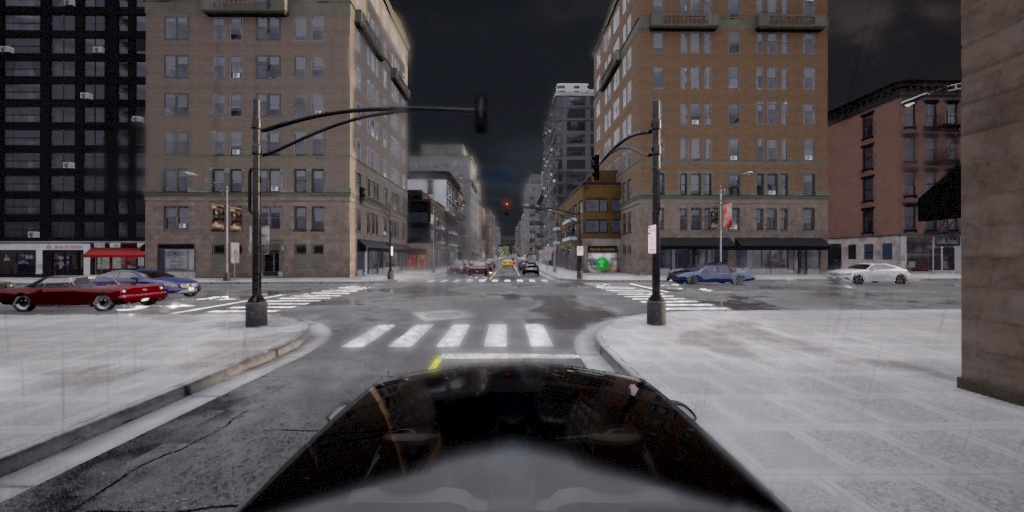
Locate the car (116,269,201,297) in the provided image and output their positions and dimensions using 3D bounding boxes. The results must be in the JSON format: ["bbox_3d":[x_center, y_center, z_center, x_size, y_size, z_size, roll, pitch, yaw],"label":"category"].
[{"bbox_3d":[-17.737,1.337,17.247,4.674,1.442,1.812,0,0,1],"label":"car"}]

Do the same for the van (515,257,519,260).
[{"bbox_3d":[1.869,1.173,61.763,1.690,1.789,3.998,0,0,0],"label":"van"}]

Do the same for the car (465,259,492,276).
[{"bbox_3d":[-3.451,1.265,37.858,1.882,1.535,5.008,0,0,0],"label":"car"}]

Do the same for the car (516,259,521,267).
[{"bbox_3d":[1.947,1.391,50.743,1.802,1.307,4.207,0,0,0],"label":"car"}]

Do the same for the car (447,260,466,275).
[{"bbox_3d":[-6.001,1.229,39.664,1.967,1.591,4.097,0,0,0],"label":"car"}]

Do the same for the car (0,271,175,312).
[{"bbox_3d":[-16.565,1.401,14.018,4.718,1.301,1.895,0,0,-1],"label":"car"}]

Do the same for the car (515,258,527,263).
[{"bbox_3d":[1.908,1.386,56.253,1.948,1.339,4.313,0,0,0],"label":"car"}]

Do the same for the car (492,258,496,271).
[{"bbox_3d":[-3.519,1.309,48.117,1.837,1.490,4.892,0,0,0],"label":"car"}]

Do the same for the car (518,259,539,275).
[{"bbox_3d":[2.024,1.355,39.720,1.948,1.339,4.313,0,0,0],"label":"car"}]

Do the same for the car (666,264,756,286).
[{"bbox_3d":[13.427,1.247,24.336,5.357,1.411,2.033,0,0,-1],"label":"car"}]

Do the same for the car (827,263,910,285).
[{"bbox_3d":[24.283,1.179,24.463,4.674,1.442,1.812,0,0,-1],"label":"car"}]

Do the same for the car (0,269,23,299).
[{"bbox_3d":[-27.462,1.397,17.133,5.357,1.411,2.033,0,0,-1],"label":"car"}]

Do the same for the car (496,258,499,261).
[{"bbox_3d":[-3.585,1.427,58.933,1.895,1.301,4.718,0,0,0],"label":"car"}]
